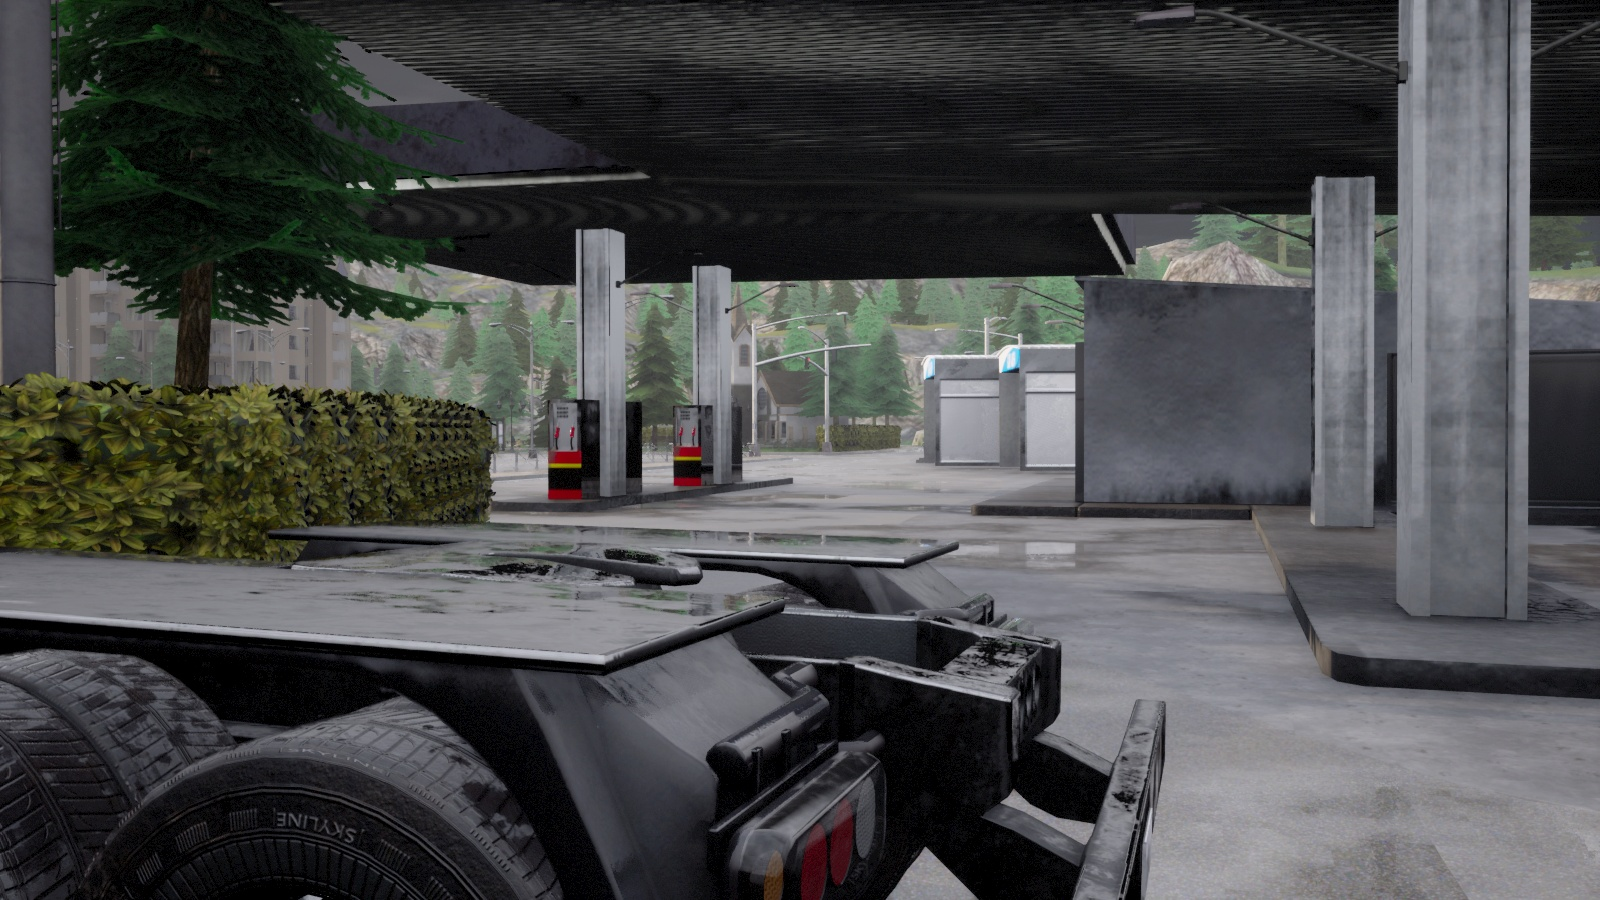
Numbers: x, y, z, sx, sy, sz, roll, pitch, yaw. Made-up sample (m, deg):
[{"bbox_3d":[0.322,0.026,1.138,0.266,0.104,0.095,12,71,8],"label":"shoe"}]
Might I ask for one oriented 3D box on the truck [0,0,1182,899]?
[{"bbox_3d":[-2.955,-0.168,4.152,7.936,3.462,2.891,1,0,18],"label":"truck"}]
